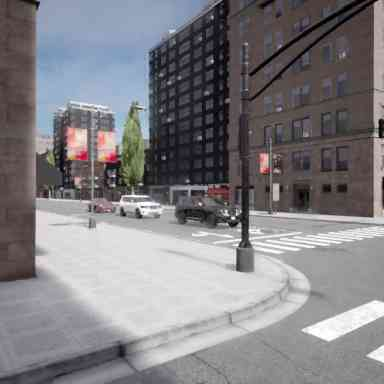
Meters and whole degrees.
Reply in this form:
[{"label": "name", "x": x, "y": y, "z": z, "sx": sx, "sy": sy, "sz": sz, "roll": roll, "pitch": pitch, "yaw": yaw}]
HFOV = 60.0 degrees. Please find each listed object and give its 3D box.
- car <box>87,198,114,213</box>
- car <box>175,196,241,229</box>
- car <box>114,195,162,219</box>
[{"label": "car", "x": -10.582, "y": 1.493, "z": 38.896, "sx": 2.097, "sy": 1.767, "sz": 4.553, "roll": 0, "pitch": 0, "yaw": -36}, {"label": "car", "x": 0.951, "y": 1.286, "z": 22.912, "sx": 2.150, "sy": 2.045, "sz": 5.566, "roll": 0, "pitch": 0, "yaw": -36}, {"label": "car", "x": -4.921, "y": 1.325, "z": 31.045, "sx": 2.150, "sy": 2.045, "sz": 5.566, "roll": 0, "pitch": 0, "yaw": -36}]
